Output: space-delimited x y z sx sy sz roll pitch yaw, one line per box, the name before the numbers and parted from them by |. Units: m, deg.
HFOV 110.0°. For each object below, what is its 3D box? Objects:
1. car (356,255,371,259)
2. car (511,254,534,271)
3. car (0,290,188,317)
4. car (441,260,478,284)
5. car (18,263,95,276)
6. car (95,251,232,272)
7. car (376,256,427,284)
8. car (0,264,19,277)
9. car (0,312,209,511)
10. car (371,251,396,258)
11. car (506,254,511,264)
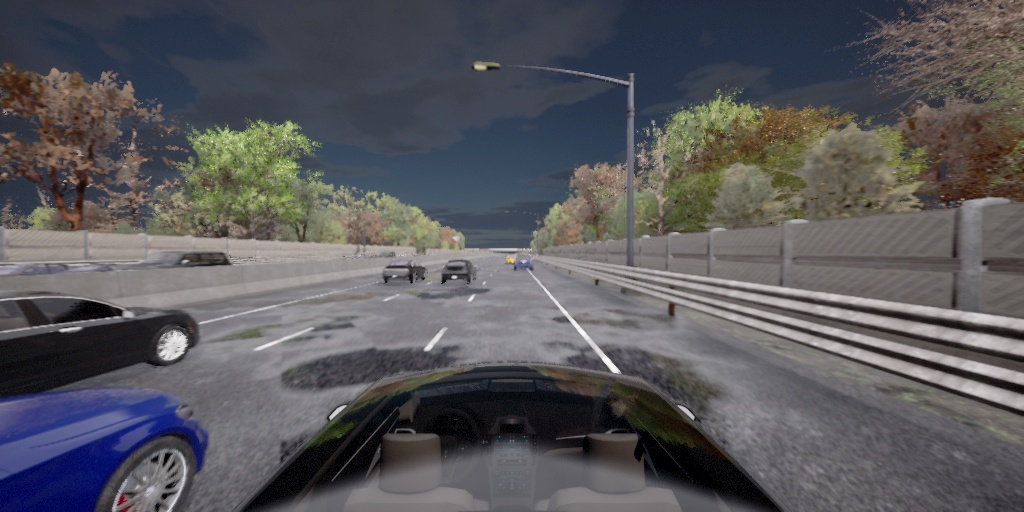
car | -24.508 0.538 59.870 2.128 1.511 4.902 0 1 0
car | 1.227 0.628 39.286 2.097 1.767 4.553 0 1 0
car | -6.899 1.214 4.864 1.837 1.490 4.892 0 1 0
car | -3.399 0.971 23.615 1.837 1.490 4.892 0 1 0
car | -21.091 1.100 18.216 1.994 1.385 4.181 0 1 0
car | -17.591 0.748 18.925 2.150 2.045 5.566 0 1 0
car | -6.898 0.959 23.485 2.128 1.511 4.902 0 1 0
car | -24.594 1.082 18.345 2.033 1.411 5.357 0 1 0
car | -3.398 1.286 0.953 1.812 1.442 4.674 0 1 0
car | -21.007 0.261 59.863 2.150 2.045 5.566 0 1 0
car | 0.007 0.535 58.442 1.882 1.535 5.008 0 1 0
